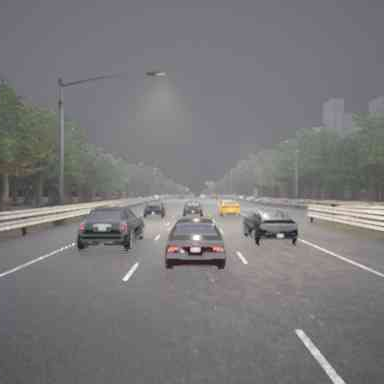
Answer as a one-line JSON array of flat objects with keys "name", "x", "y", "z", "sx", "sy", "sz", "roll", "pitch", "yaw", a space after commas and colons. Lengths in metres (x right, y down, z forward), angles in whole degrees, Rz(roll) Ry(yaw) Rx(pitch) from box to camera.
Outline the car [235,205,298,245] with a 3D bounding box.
[{"name": "car", "x": 3.599, "y": 1.566, "z": 15.937, "sx": 2.128, "sy": 1.511, "sz": 4.902, "roll": 0, "pitch": 0, "yaw": 0}]

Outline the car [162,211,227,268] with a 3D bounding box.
[{"name": "car", "x": 0.097, "y": 1.605, "z": 11.422, "sx": 2.033, "sy": 1.411, "sz": 5.357, "roll": 0, "pitch": 0, "yaw": 0}]

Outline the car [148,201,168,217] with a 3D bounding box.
[{"name": "car", "x": -3.398, "y": 1.587, "z": 31.559, "sx": 1.837, "sy": 1.490, "sz": 4.892, "roll": 0, "pitch": 0, "yaw": 0}]

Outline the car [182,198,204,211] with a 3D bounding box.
[{"name": "car", "x": 0.090, "y": 1.607, "z": 32.488, "sx": 1.812, "sy": 1.442, "sz": 4.674, "roll": 0, "pitch": 0, "yaw": 0}]

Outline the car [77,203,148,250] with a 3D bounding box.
[{"name": "car", "x": -3.403, "y": 1.422, "z": 14.727, "sx": 2.097, "sy": 1.767, "sz": 4.553, "roll": 0, "pitch": 0, "yaw": 0}]

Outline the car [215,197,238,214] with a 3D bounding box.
[{"name": "car", "x": 3.603, "y": 1.559, "z": 32.985, "sx": 1.882, "sy": 1.535, "sz": 5.008, "roll": 0, "pitch": 0, "yaw": 0}]
